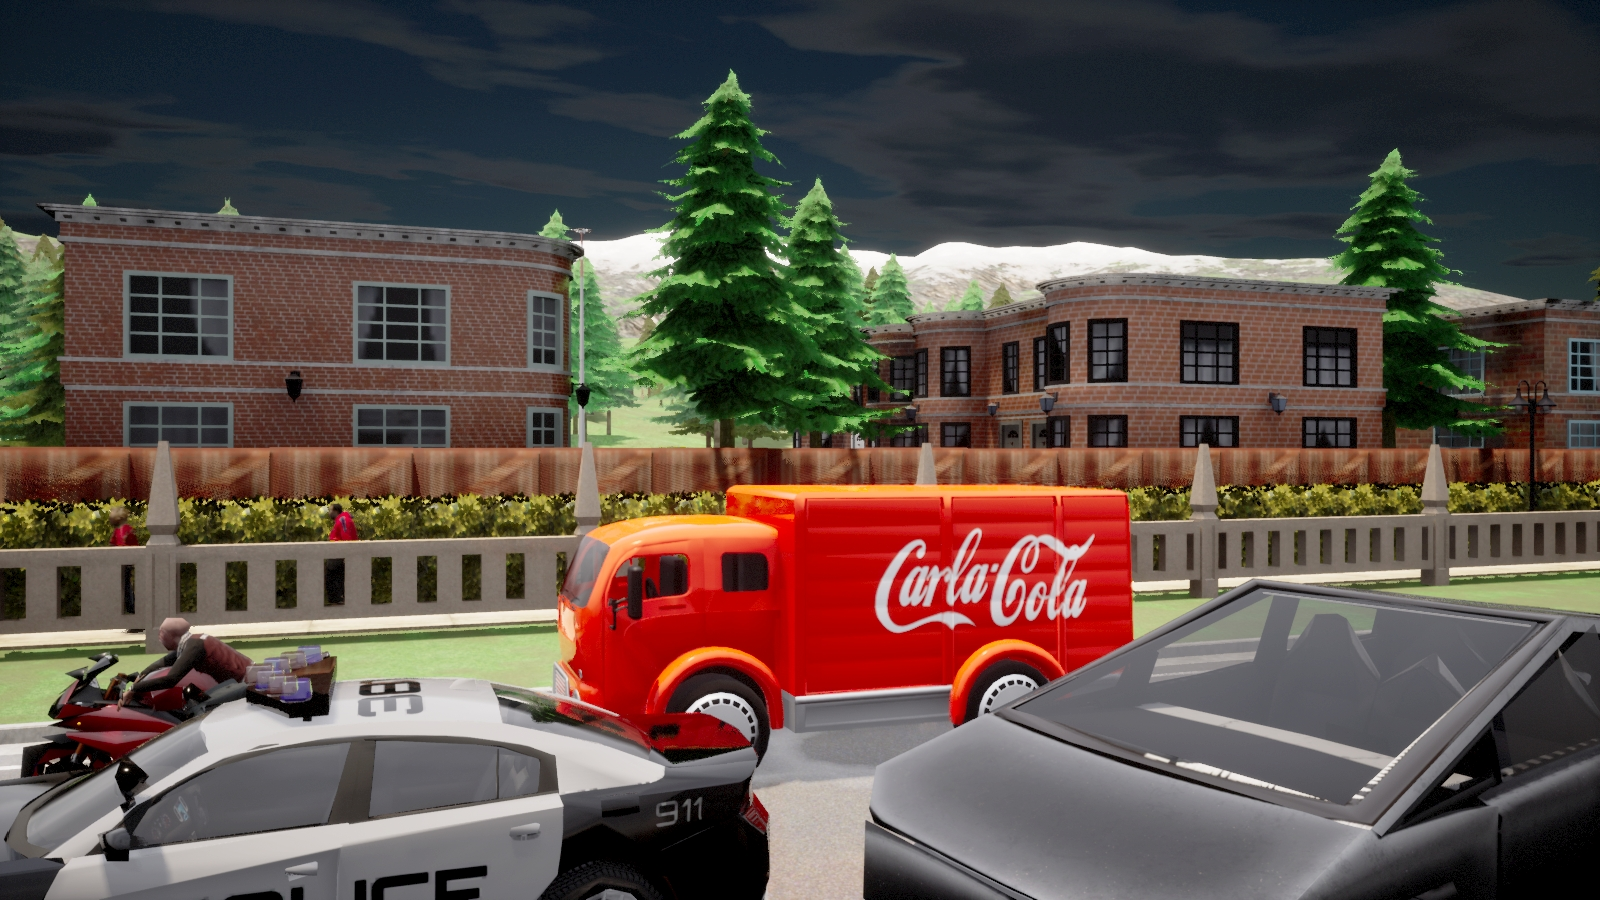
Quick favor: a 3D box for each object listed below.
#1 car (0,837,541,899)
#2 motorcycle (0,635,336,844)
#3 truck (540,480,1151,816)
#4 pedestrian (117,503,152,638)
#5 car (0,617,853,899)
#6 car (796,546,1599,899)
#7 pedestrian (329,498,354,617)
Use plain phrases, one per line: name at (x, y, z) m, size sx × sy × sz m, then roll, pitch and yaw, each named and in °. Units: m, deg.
car at (-2.622, 2.065, 2.345) m, size 4.193 × 1.474 × 1.816 m, roll 0°, pitch 0°, yaw -20°
motorcycle at (-4.855, 2.205, 8.981) m, size 2.209 × 1.251 × 0.867 m, roll 0°, pitch 0°, yaw -20°
truck at (0.340, 1.571, 10.872) m, size 5.204 × 2.467 × 2.627 m, roll 0°, pitch 0°, yaw -20°
pedestrian at (-9.461, 1.701, 16.248) m, size 0.375 × 1.860 × 0.375 m, roll 0°, pitch 0°, yaw -20°
car at (-2.539, 1.983, 6.100) m, size 5.238 × 1.638 × 2.097 m, roll 0°, pitch 0°, yaw -20°
car at (3.288, 1.756, 5.800) m, size 6.274 × 2.098 × 2.390 m, roll 0°, pitch 0°, yaw -31°
pedestrian at (-7.330, 1.701, 18.267) m, size 0.375 × 1.860 × 0.375 m, roll 0°, pitch 0°, yaw -22°
